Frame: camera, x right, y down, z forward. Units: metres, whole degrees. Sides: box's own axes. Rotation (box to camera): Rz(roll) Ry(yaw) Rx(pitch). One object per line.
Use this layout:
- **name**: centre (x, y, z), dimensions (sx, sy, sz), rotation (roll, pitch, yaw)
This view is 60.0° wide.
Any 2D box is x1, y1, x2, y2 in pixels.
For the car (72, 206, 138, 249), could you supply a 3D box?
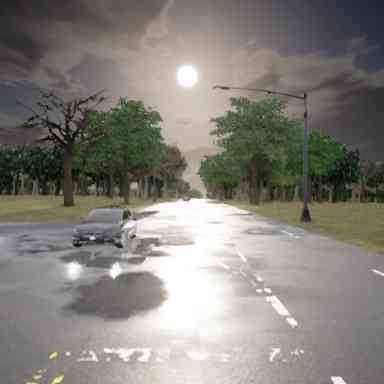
- **car**: centre (-3.507, 1.386, 14.137), dimensions (1.837, 1.490, 4.892), rotation (1, 0, 0)

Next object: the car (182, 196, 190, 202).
- **car**: centre (-1.642, 1.909, 92.730), dimensions (1.837, 1.490, 4.892), rotation (0, 0, 7)
